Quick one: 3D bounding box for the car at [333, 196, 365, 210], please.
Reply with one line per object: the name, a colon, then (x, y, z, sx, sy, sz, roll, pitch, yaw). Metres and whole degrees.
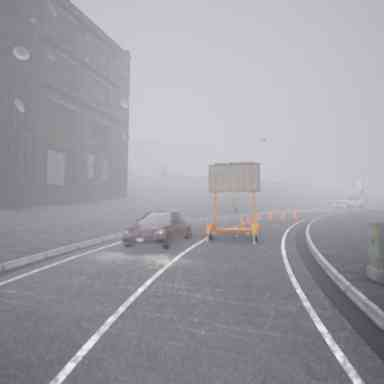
car: (23.381, 1.590, 49.534, 5.566, 2.045, 2.150, 1, -3, -34)

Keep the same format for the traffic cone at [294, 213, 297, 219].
traffic cone: (8.352, 1.912, 26.943, 0.340, 0.580, 0.340, -2, -1, 22)

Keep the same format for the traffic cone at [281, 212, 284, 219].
traffic cone: (7.424, 1.940, 27.309, 0.340, 0.580, 0.340, -2, -1, 22)

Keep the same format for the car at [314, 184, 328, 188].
car: (30.628, -1.251, 82.272, 4.892, 1.521, 2.231, 3, -5, -35)

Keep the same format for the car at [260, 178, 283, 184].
car: (16.866, -2.097, 72.906, 4.553, 1.767, 2.185, 3, -5, -32)

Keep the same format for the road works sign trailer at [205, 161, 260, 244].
road works sign trailer: (2.012, 0.404, 15.573, 2.380, 3.560, 2.880, -1, 0, 17)

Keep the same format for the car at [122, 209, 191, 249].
car: (-1.332, 1.501, 14.503, 1.812, 1.442, 4.674, -1, 0, 15)

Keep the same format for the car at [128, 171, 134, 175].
car: (-11.928, -3.265, 56.677, 4.553, 1.767, 2.185, 2, -4, -28)

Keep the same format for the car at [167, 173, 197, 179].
car: (-2.290, -2.804, 61.837, 4.892, 1.521, 2.231, 2, -4, -28)

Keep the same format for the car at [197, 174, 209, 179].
car: (2.568, -2.622, 64.452, 4.892, 1.521, 2.231, 2, -4, -28)

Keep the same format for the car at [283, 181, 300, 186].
car: (21.658, -1.702, 76.024, 4.792, 1.488, 2.163, 3, -5, -33)

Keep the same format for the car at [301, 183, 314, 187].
car: (26.216, -1.454, 79.126, 4.674, 1.452, 2.002, 3, -5, -34)

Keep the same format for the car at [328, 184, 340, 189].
car: (35.139, -1.101, 85.649, 4.553, 1.767, 2.185, 4, -5, -37)
